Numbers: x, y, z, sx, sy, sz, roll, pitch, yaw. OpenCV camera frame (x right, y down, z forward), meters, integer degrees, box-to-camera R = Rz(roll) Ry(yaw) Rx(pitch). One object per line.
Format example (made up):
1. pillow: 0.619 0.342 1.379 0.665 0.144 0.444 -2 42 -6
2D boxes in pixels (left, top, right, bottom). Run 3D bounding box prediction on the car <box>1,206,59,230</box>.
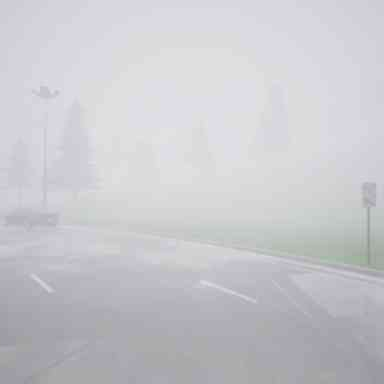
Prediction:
1. car: -11.293 1.718 23.087 5.008 1.535 1.882 0 -1 36
